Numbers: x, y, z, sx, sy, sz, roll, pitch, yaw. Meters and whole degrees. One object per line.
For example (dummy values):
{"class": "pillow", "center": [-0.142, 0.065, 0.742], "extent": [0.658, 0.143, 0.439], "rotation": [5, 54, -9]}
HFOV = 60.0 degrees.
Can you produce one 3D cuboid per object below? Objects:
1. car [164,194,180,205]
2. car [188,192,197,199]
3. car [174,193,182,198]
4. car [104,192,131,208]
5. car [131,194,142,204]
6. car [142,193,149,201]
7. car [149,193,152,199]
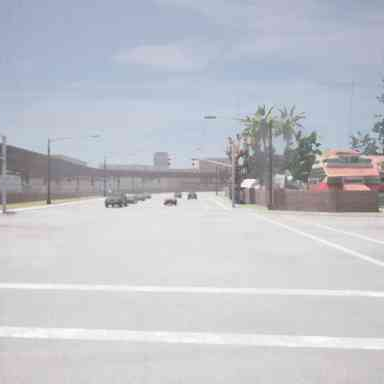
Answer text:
{"class": "car", "center": [-3.348, 1.371, 53.112], "extent": [1.895, 1.301, 4.718], "rotation": [0, 1, 0]}
{"class": "car", "center": [0.074, 0.707, 76.853], "extent": [2.097, 1.767, 4.553], "rotation": [0, 1, 0]}
{"class": "car", "center": [-3.422, 0.811, 81.380], "extent": [1.994, 1.385, 4.181], "rotation": [0, 1, 0]}
{"class": "car", "center": [-10.510, 1.072, 46.416], "extent": [2.150, 2.045, 5.566], "rotation": [0, 1, 1]}
{"class": "car", "center": [-10.446, 1.274, 56.539], "extent": [2.033, 1.411, 5.357], "rotation": [0, 1, 0]}
{"class": "car", "center": [-10.436, 1.128, 66.257], "extent": [1.994, 1.385, 4.181], "rotation": [0, 1, 0]}
{"class": "car", "center": [-10.426, 0.880, 76.589], "extent": [1.812, 1.442, 4.674], "rotation": [0, 1, 0]}
